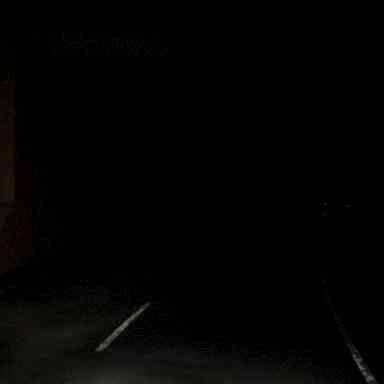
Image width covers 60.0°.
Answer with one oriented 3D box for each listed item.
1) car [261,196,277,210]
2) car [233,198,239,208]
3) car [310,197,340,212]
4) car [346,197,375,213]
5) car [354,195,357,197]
[{"bbox_3d":[9.031,1.311,42.486,2.097,1.767,4.553,1,0,41],"label":"car"},{"bbox_3d":[4.808,1.491,42.873,1.994,1.385,4.181,0,0,39],"label":"car"},{"bbox_3d":[15.742,1.367,39.220,2.097,1.767,4.553,1,0,41],"label":"car"},{"bbox_3d":[19.373,1.591,38.105,2.033,1.411,5.357,1,0,43],"label":"car"},{"bbox_3d":[34.553,1.290,71.677,4.674,1.442,1.812,0,0,-43],"label":"car"}]
